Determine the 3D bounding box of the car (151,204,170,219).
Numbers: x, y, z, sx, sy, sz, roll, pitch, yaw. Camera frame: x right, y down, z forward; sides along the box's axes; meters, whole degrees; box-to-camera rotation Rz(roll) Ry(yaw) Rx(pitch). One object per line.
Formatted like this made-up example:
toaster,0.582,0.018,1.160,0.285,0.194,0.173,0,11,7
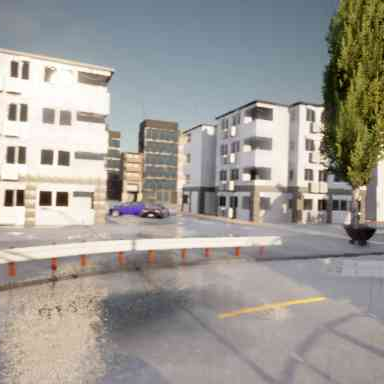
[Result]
car,-3.453,1.811,32.749,1.853,1.218,4.536,2,-1,7

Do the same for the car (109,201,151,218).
car,-6.149,1.624,32.017,3.633,1.501,1.845,2,-1,-12

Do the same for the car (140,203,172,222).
car,-3.453,1.969,32.799,2.038,1.542,4.974,2,-1,7
